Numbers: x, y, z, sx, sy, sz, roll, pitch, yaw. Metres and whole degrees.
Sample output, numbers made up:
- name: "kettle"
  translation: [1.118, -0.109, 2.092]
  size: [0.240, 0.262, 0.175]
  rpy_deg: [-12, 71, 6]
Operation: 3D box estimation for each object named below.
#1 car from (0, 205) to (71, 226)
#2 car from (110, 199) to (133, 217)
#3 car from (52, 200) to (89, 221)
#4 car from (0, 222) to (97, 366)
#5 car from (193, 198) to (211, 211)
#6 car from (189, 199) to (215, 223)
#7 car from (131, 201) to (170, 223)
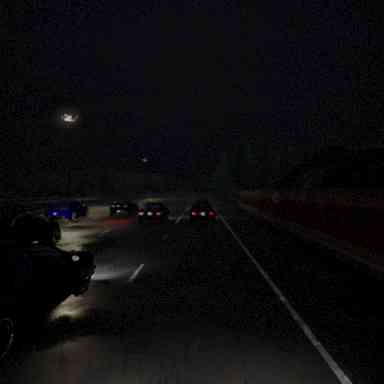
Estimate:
- name: "car"
  translation: [-6.588, 1.448, 12.310]
  size: [2.128, 1.511, 4.902]
  rpy_deg: [0, 0, 1]
- name: "car"
  translation: [-6.097, 1.414, 30.263]
  size: [2.128, 1.511, 4.902]
  rpy_deg: [0, 0, 2]
- name: "car"
  translation: [-9.711, 1.398, 26.213]
  size: [1.882, 1.535, 5.008]
  rpy_deg: [0, 0, 2]
- name: "car"
  translation: [-3.278, 1.527, 5.605]
  size: [2.033, 1.411, 5.357]
  rpy_deg: [0, 0, 1]
- name: "car"
  translation: [1.191, 1.489, 40.461]
  size: [1.994, 1.385, 4.181]
  rpy_deg: [0, 0, 2]
- name: "car"
  translation: [0.758, 1.500, 24.789]
  size: [2.033, 1.411, 5.357]
  rpy_deg: [0, 0, 1]
- name: "car"
  translation: [-2.752, 1.491, 24.658]
  size: [2.033, 1.411, 5.357]
  rpy_deg: [0, 0, 2]
